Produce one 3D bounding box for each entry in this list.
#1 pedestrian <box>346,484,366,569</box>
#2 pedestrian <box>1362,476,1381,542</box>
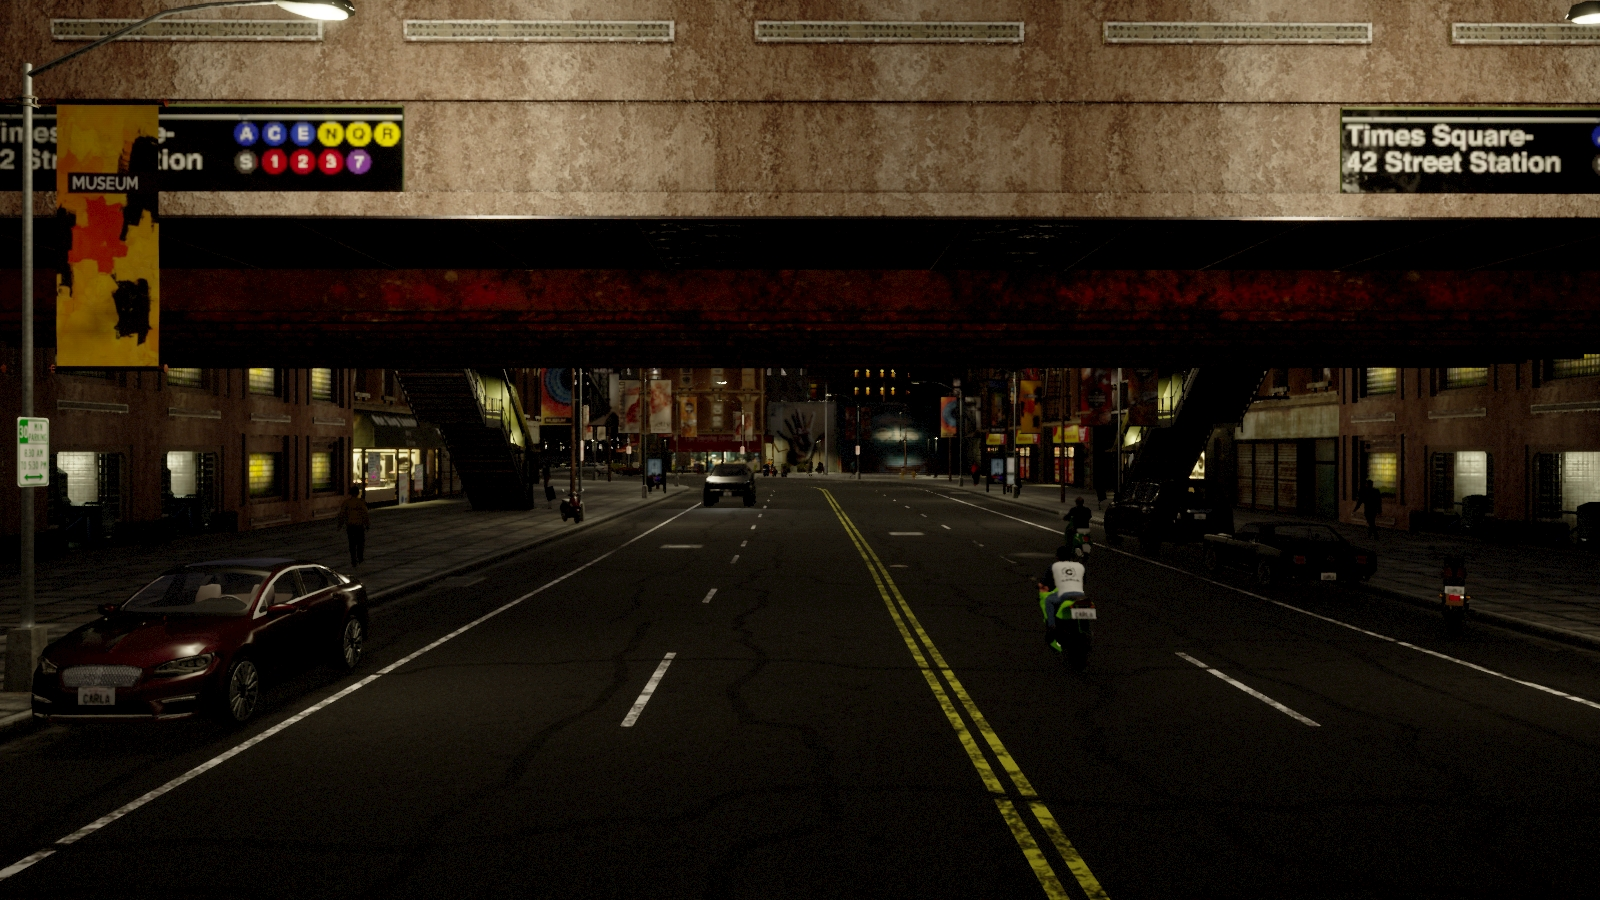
[{"bbox_3d":[-9.894,1.696,25.478,0.375,1.860,0.375,0,0,-13],"label":"pedestrian"},{"bbox_3d":[16.512,1.699,32.999,0.375,1.860,0.375,0,0,6],"label":"pedestrian"}]
